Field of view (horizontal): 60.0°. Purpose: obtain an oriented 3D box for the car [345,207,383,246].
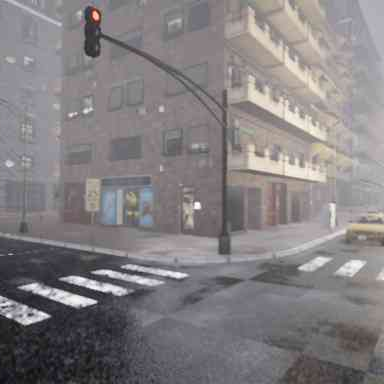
[{"bbox_3d":[8.702,1.651,16.192,1.752,1.417,4.829,1,0,36],"label":"car"}]
